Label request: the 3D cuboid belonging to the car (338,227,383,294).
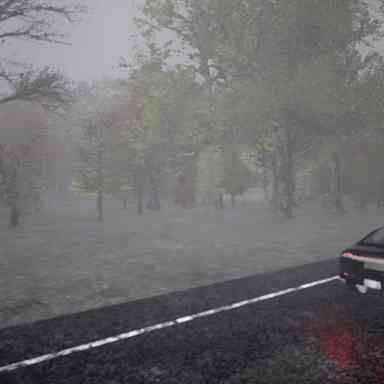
[{"bbox_3d":[5.328,1.507,7.647,4.902,1.511,2.128,0,0,-36],"label":"car"}]
